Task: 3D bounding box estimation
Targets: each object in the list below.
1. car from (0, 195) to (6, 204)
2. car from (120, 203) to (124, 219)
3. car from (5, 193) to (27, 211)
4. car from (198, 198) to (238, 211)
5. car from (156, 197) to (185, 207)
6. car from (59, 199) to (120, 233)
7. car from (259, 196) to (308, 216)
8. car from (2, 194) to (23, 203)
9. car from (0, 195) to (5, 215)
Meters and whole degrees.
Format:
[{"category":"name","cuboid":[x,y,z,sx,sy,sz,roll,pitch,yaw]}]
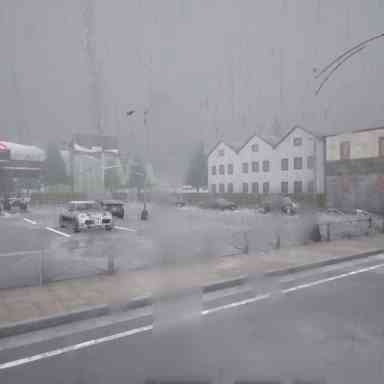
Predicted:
[{"category":"car","cuboid":[-39.529,1.495,65.869,4.611,1.667,2.242,0,0,-36]},{"category":"car","cuboid":[-6.783,1.313,25.511,2.007,1.523,4.514,0,0,-36]},{"category":"car","cuboid":[-20.168,1.092,37.914,1.905,1.878,3.866,0,0,-36]},{"category":"car","cuboid":[2.892,1.371,38.341,2.033,1.411,5.357,0,0,-36]},{"category":"car","cuboid":[-3.111,1.371,46.836,2.033,1.411,5.357,0,0,-35]},{"category":"car","cuboid":[-5.654,1.248,17.647,1.970,1.475,3.806,0,0,-36]},{"category":"car","cuboid":[8.427,1.176,30.575,2.097,1.767,4.553,0,0,-35]},{"category":"car","cuboid":[-39.301,1.328,72.998,3.866,1.878,1.905,0,0,-36]},{"category":"car","cuboid":[-18.256,1.113,29.604,1.932,1.855,4.605,0,0,-36]}]
